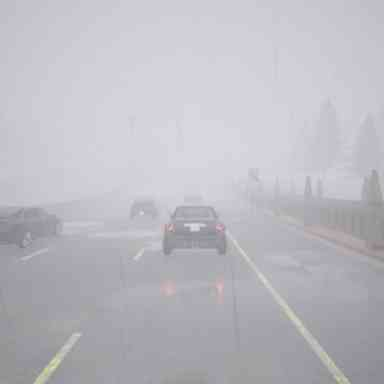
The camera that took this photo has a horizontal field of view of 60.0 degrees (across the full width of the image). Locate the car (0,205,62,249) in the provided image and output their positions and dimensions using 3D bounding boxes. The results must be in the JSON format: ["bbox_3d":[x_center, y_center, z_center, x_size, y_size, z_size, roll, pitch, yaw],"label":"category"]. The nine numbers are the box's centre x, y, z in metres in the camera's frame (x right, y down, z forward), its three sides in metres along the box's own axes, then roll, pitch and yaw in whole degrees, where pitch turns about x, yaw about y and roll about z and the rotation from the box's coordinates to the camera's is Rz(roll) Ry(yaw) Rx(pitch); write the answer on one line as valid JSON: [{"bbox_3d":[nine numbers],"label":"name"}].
[{"bbox_3d":[-6.907,1.305,13.486,1.837,1.490,4.892,0,1,0],"label":"car"}]

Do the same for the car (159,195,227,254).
[{"bbox_3d":[0.094,1.164,12.765,2.097,1.767,4.553,0,1,0],"label":"car"}]

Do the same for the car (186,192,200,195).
[{"bbox_3d":[0.083,0.711,34.423,1.882,1.535,5.008,0,3,0],"label":"car"}]

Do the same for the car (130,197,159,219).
[{"bbox_3d":[-3.413,1.131,24.882,1.837,1.490,4.892,0,1,0],"label":"car"}]
